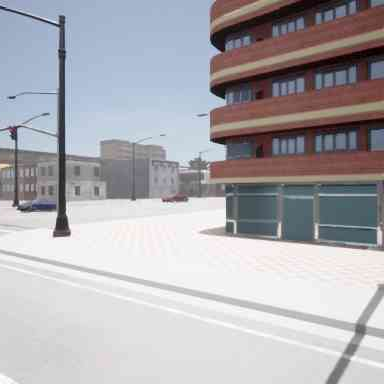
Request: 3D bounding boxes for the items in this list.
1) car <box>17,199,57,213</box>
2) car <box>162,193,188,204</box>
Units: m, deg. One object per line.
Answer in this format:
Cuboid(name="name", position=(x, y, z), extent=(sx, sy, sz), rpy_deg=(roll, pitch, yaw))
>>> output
Cuboid(name="car", position=(-15.848, 1.405, 34.606), extent=(1.994, 1.385, 4.181), rpy_deg=(0, 1, 37))
Cuboid(name="car", position=(-2.684, 0.952, 52.317), extent=(1.882, 1.535, 5.008), rpy_deg=(0, 1, 37))
